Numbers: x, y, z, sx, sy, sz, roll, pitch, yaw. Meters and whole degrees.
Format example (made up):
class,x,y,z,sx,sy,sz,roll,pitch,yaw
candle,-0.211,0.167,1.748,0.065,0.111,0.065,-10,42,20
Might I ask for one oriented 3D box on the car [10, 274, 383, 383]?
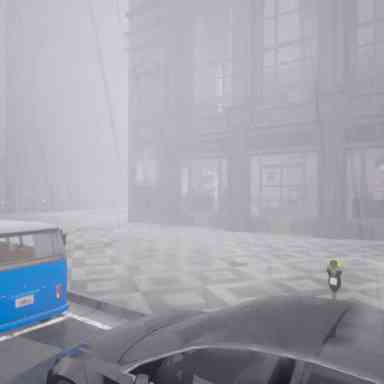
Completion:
class,x,y,z,sx,sy,sz,roll,pitch,yaw
car,0.671,1.566,2.594,4.313,1.339,1.947,0,0,36

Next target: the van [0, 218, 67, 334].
class,x,y,z,sx,sy,sz,roll,pitch,yaw
van,-3.922,1.340,5.882,3.998,1.788,1.690,0,0,36
